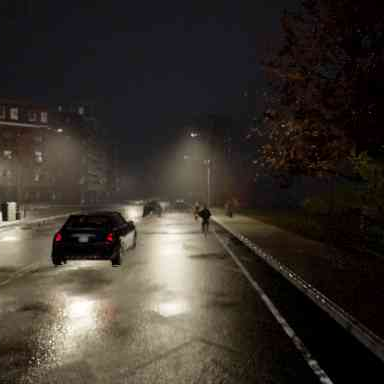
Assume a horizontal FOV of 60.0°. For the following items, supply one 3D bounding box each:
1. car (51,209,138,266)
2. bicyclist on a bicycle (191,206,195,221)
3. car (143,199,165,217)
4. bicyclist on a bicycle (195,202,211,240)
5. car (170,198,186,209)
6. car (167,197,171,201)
[{"bbox_3d":[-3.287,1.453,12.098,2.097,1.767,4.553,0,0,-1],"label":"car"},{"bbox_3d":[0.373,1.645,26.753,0.866,1.612,1.509,0,0,-3],"label":"bicyclist on a bicycle"},{"bbox_3d":[-4.075,1.781,34.838,1.837,1.490,4.892,0,0,-3],"label":"car"},{"bbox_3d":[0.660,1.503,16.853,0.659,1.776,1.843,0,0,-1],"label":"bicyclist on a bicycle"},{"bbox_3d":[-2.000,1.900,53.209,2.128,1.511,4.902,0,0,-4],"label":"car"},{"bbox_3d":[-3.753,2.083,71.645,2.033,1.411,5.357,0,0,-6],"label":"car"}]
